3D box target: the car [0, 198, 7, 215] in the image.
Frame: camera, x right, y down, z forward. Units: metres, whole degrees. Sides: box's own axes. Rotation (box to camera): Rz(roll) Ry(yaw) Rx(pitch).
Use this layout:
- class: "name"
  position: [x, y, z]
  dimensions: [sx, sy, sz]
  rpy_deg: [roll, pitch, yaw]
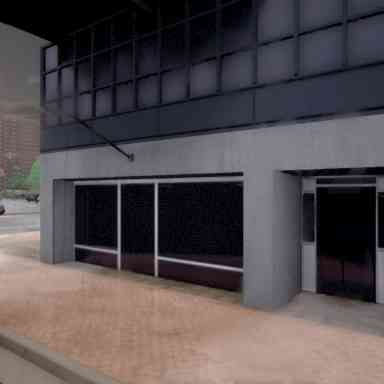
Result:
- class: "car"
  position: [-17.894, 1.491, 27.199]
  dimensions: [2.128, 1.511, 4.902]
  rpy_deg: [0, 0, 36]

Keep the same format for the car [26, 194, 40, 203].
- class: "car"
  position: [-30.237, 1.153, 64.728]
  dimensions: [4.605, 1.855, 1.932]
  rpy_deg: [0, 0, 35]
